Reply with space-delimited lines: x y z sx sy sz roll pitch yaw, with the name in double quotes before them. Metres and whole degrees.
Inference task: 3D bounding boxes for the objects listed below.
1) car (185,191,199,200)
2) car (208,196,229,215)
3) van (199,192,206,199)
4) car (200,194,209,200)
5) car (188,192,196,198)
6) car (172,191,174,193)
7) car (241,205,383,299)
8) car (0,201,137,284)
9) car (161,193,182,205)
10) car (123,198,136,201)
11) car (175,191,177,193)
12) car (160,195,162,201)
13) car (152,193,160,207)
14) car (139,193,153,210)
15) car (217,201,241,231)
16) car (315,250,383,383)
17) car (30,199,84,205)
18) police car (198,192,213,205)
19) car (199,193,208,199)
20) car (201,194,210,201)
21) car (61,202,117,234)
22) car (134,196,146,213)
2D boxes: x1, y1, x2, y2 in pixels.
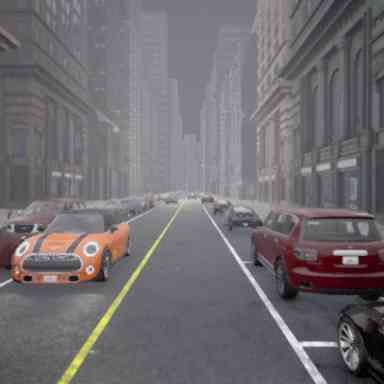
"car" 0.012 0.931 70.658 2.128 1.511 4.902 0 0 0
"car" 2.771 1.352 30.608 1.887 1.381 4.507 0 0 0
"van" 2.780 0.803 86.626 1.690 1.788 3.998 0 0 0
"car" 2.778 1.075 75.424 1.887 1.381 4.507 0 0 0
"car" 0.014 0.855 86.507 2.128 1.511 4.902 0 0 0
"car" -5.747 0.970 75.416 1.967 1.590 4.097 0 0 0
"car" 2.768 1.263 8.197 2.192 1.841 5.009 0 0 0
"car" -3.099 1.291 9.515 2.097 1.767 4.553 0 0 0
"car" -3.074 1.228 50.780 2.033 1.411 5.357 0 0 0
"car" -5.756 1.393 25.002 2.008 1.369 4.403 0 0 0
"car" -5.746 1.007 86.621 1.887 1.381 4.507 0 0 0
"car" -5.750 1.181 64.213 1.802 1.307 4.206 0 0 0
"car" -5.752 1.052 41.805 2.192 1.841 5.009 0 0 0
"car" -5.753 1.212 36.204 1.967 1.590 4.097 0 0 0
"car" 2.769 1.428 19.403 2.008 1.369 4.403 0 0 0
"car" 2.766 1.549 2.597 1.947 1.339 4.313 0 0 0
"car" -5.756 1.227 13.797 2.192 1.841 5.009 0 0 0
"police car" 2.375 1.096 52.407 1.930 1.638 5.238 0 0 0
"car" 2.779 1.041 81.026 1.887 1.381 4.507 0 0 0
"car" 2.777 1.089 69.992 1.752 1.417 4.829 0 0 0
"car" -5.756 1.403 19.230 1.752 1.417 4.829 0 0 0
"car" -5.755 1.373 30.604 1.947 1.339 4.313 0 0 0
